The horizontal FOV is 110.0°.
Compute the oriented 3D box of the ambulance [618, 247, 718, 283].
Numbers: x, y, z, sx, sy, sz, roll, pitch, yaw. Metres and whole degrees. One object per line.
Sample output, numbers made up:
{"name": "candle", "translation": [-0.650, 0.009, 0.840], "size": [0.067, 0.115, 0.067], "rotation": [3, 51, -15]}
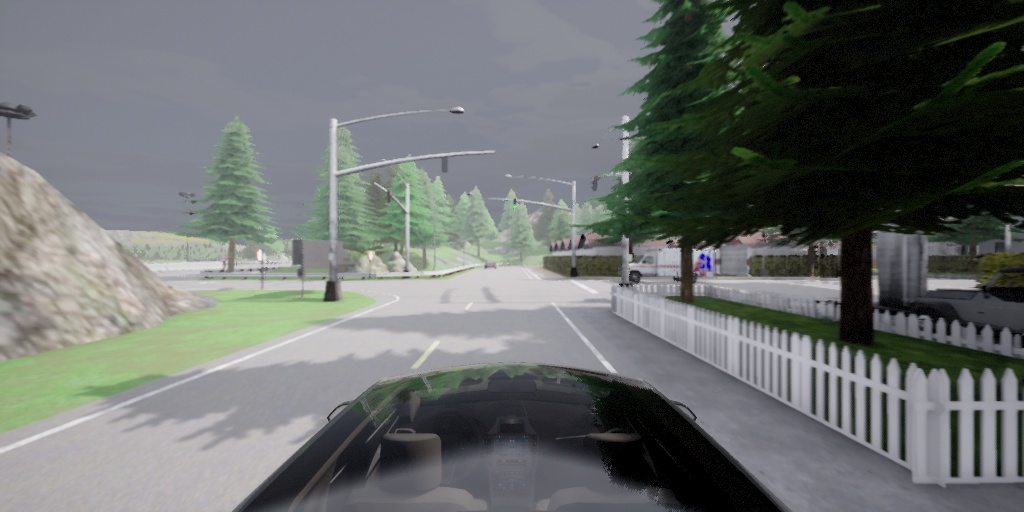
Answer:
{"name": "ambulance", "translation": [10.800, 0.637, 25.338], "size": [6.366, 2.431, 2.351], "rotation": [0, 0, 0]}

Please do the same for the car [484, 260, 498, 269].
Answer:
{"name": "car", "translation": [-3.508, 1.395, 58.592], "size": [1.812, 1.442, 4.674], "rotation": [0, 0, 1]}
